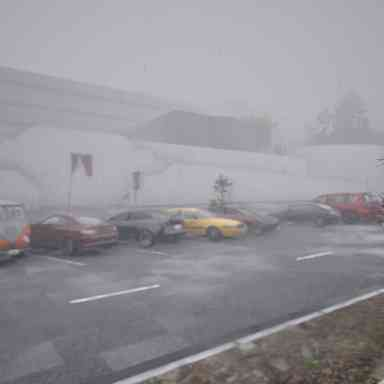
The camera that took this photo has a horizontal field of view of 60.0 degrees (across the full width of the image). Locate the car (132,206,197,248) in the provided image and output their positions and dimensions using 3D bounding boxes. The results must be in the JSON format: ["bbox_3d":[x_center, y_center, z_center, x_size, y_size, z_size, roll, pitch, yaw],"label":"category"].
[{"bbox_3d":[-2.482,1.514,14.868,4.792,1.488,2.163,-1,0,35],"label":"car"}]

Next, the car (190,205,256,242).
[{"bbox_3d":[0.133,1.462,16.486,5.366,1.575,1.946,-1,-1,35],"label":"car"}]

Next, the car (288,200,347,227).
[{"bbox_3d":[7.274,1.439,21.776,4.674,1.452,2.002,-1,0,35],"label":"car"}]

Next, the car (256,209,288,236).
[{"bbox_3d":[2.435,1.480,18.302,4.792,1.488,2.163,-1,-1,35],"label":"car"}]

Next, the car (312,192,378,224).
[{"bbox_3d":[9.673,1.119,23.524,5.566,2.045,2.435,-1,0,35],"label":"car"}]

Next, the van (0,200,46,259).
[{"bbox_3d":[-7.217,1.268,11.337,4.442,1.987,1.878,-1,-1,35],"label":"van"}]

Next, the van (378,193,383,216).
[{"bbox_3d":[12.230,1.108,25.179,4.442,1.987,1.878,-1,-1,35],"label":"van"}]

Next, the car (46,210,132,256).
[{"bbox_3d":[-4.885,1.530,13.119,4.674,1.452,2.002,-1,0,35],"label":"car"}]
